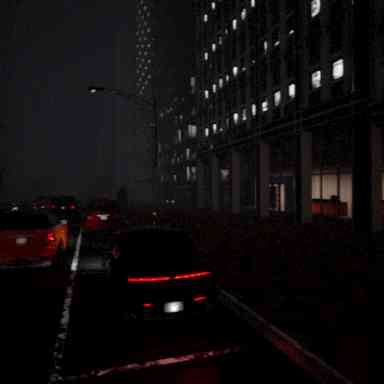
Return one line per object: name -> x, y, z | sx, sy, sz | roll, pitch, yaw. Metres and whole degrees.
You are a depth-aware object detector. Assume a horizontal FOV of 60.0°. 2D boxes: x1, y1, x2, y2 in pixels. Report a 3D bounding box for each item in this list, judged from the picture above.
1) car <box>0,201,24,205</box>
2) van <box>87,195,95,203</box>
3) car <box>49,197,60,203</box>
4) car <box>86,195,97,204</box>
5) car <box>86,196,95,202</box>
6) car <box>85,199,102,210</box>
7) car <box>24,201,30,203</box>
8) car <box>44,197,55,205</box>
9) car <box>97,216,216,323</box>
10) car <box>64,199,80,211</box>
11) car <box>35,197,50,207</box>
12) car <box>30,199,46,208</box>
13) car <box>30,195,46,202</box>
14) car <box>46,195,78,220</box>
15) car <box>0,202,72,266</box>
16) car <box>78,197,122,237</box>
car -> -18.168, 1.781, 32.439 | 2.008, 1.369, 4.403 | -1, 0, -17
van -> -23.830, 1.606, 78.326 | 1.690, 1.788, 3.998 | -1, 0, -17
car -> -33.525, 1.969, 81.233 | 1.947, 1.339, 4.313 | -1, 0, -17
car -> -22.125, 1.561, 72.905 | 2.192, 1.841, 5.009 | -1, 0, -17
car -> -25.534, 1.724, 83.748 | 1.967, 1.590, 4.097 | -1, 0, -17
car -> -13.587, 1.700, 45.798 | 2.008, 1.369, 4.403 | -1, 0, -17
car -> -21.581, 1.819, 43.282 | 2.008, 1.369, 4.403 | -1, 0, -17
car -> -30.061, 1.890, 70.228 | 1.752, 1.417, 4.829 | -1, 0, -17
car -> -1.007, 1.507, 7.363 | 1.837, 1.490, 4.892 | -1, 0, -17
car -> -16.164, 1.713, 45.094 | 1.812, 1.442, 4.674 | -1, 0, -17
car -> -26.702, 1.767, 59.546 | 1.967, 1.590, 4.097 | -1, 0, -17
car -> -24.993, 1.889, 54.125 | 1.802, 1.307, 4.206 | -1, 0, -17
car -> -18.119, 1.447, 41.209 | 2.150, 2.045, 5.566 | -1, 0, -17
car -> -10.918, 1.349, 28.699 | 2.150, 2.045, 5.566 | -1, 0, -17
car -> -5.516, 1.417, 11.537 | 2.097, 1.767, 4.553 | -1, 0, -17
car -> -5.062, 1.366, 18.690 | 2.192, 1.841, 5.009 | -1, 0, -17
